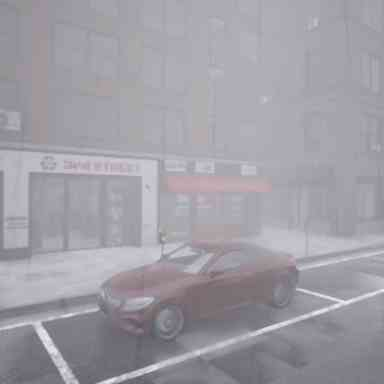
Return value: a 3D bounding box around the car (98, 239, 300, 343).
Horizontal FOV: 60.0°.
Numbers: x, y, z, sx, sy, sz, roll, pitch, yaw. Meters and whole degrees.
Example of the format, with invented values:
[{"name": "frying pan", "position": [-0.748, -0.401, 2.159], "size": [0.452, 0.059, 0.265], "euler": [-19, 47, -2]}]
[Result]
[{"name": "car", "position": [0.346, 1.609, 6.418], "size": [4.206, 1.307, 1.802], "euler": [0, 0, -35]}]
